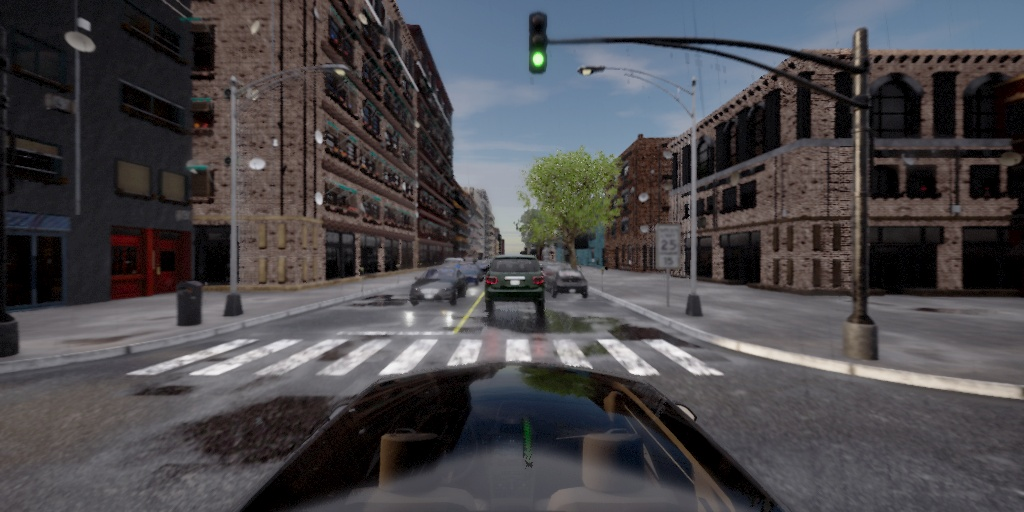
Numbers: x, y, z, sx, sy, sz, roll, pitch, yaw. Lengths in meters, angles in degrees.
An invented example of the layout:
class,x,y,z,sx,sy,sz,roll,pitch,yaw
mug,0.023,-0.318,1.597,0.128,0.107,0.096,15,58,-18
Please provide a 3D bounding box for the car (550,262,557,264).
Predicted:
class,x,y,z,sx,sy,sz,roll,pitch,yaw
car,2.695,1.195,23.789,1.967,1.591,4.097,0,0,0

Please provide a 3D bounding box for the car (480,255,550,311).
class,x,y,z,sx,sy,sz,roll,pitch,yaw
car,0.102,0.973,14.588,2.150,2.045,5.566,0,0,0

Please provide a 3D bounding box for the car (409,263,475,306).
class,x,y,z,sx,sy,sz,roll,pitch,yaw
car,-3.086,1.244,15.848,2.128,1.511,4.902,0,0,0

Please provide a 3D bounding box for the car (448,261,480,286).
class,x,y,z,sx,sy,sz,roll,pitch,yaw
car,-3.073,1.305,25.742,2.033,1.411,5.357,0,0,0

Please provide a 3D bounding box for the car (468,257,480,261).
class,x,y,z,sx,sy,sz,roll,pitch,yaw
car,-3.061,1.115,35.987,2.097,1.767,4.553,0,0,0

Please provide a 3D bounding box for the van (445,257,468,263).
class,x,y,z,sx,sy,sz,roll,pitch,yaw
van,-5.684,1.103,35.186,1.690,1.789,3.998,0,0,0

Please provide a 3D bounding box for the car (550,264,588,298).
class,x,y,z,sx,sy,sz,roll,pitch,yaw
car,2.693,1.304,18.092,2.007,1.370,4.403,0,0,0
